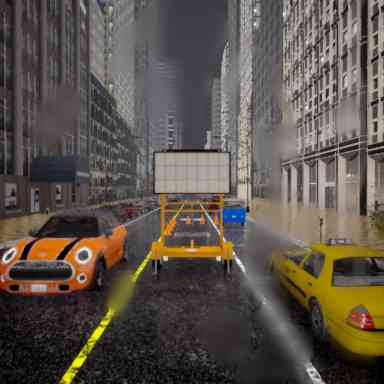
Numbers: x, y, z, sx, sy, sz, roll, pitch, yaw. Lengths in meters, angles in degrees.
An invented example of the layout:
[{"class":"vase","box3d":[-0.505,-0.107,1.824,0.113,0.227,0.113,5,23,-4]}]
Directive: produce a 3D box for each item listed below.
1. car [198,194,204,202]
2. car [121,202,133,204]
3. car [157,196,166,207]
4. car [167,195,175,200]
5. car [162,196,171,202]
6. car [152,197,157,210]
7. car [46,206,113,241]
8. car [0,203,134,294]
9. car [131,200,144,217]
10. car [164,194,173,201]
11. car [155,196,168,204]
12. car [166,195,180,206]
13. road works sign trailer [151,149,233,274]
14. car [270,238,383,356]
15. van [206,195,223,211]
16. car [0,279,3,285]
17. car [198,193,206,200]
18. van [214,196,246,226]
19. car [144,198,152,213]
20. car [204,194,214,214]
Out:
[{"class":"car","box3d":[2.693,1.535,62.938,2.008,1.369,4.403,-1,0,0]},{"class":"car","box3d":[-5.694,1.560,23.155,1.947,1.339,4.313,-1,0,0]},{"class":"car","box3d":[-5.690,1.538,51.573,2.008,1.369,4.403,-1,0,0]},{"class":"car","box3d":[-5.683,1.501,91.189,1.752,1.417,4.829,-1,0,0]},{"class":"car","box3d":[-5.685,1.563,74.307,1.802,1.307,4.206,-1,0,0]},{"class":"car","box3d":[-5.691,1.572,40.206,1.802,1.307,4.206,-1,0,0]},{"class":"car","box3d":[-5.695,1.547,17.471,2.008,1.369,4.403,-1,0,0]},{"class":"car","box3d":[-3.100,1.350,8.972,2.097,1.767,4.553,0,0,0]},{"class":"car","box3d":[-5.693,1.538,28.838,1.887,1.381,4.507,-1,0,0]},{"class":"car","box3d":[-5.686,1.419,79.991,1.967,1.590,4.097,-1,0,0]},{"class":"car","box3d":[-5.687,1.535,62.940,2.008,1.369,4.403,-1,0,0]},{"class":"car","box3d":[-2.991,1.550,55.075,1.994,1.385,4.181,0,0,0]},{"class":"road works sign trailer","box3d":[0.003,0.462,10.502,2.380,3.560,2.880,0,0,0]},{"class":"car","box3d":[2.684,1.524,6.272,1.752,1.417,4.829,-1,0,0]},{"class":"van","box3d":[2.687,1.332,40.204,1.690,1.788,3.998,-1,0,0]},{"class":"car","box3d":[-5.698,1.439,6.104,1.967,1.590,4.097,-1,0,0]},{"class":"car","box3d":[2.695,1.290,91.357,2.192,1.841,5.009,-1,0,0]},{"class":"van","box3d":[2.685,1.336,23.153,1.690,1.788,3.998,-1,0,0]},{"class":"car","box3d":[-5.693,1.543,34.522,2.008,1.369,4.403,-1,0,0]},{"class":"car","box3d":[2.686,1.307,34.520,2.192,1.841,5.009,-1,0,0]}]
